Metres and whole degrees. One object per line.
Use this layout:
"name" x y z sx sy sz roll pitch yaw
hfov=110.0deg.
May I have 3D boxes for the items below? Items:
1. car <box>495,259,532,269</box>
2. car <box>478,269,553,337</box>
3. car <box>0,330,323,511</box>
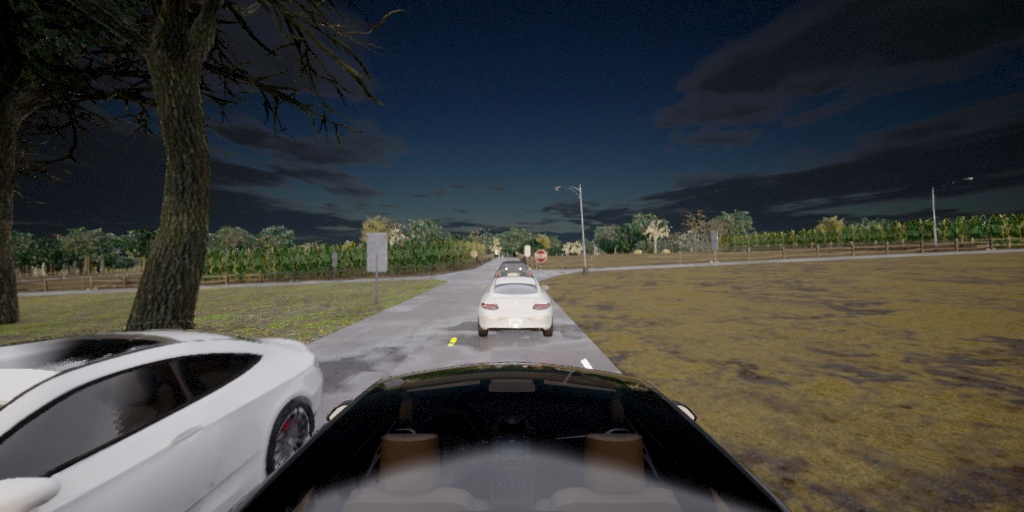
"car" 0.080 1.055 20.810 2.097 1.767 4.553 0 0 0
"car" 0.094 1.270 10.161 1.812 1.442 4.674 0 0 0
"car" -2.849 1.276 1.921 1.812 1.442 4.674 0 0 0
